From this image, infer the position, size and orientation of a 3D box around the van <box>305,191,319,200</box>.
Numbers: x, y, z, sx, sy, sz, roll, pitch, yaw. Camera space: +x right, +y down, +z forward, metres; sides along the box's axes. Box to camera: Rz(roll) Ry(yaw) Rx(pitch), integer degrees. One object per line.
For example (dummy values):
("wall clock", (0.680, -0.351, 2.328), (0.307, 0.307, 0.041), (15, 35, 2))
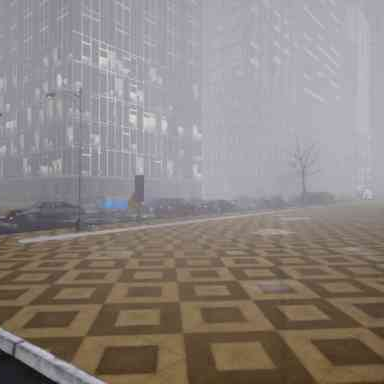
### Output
("van", (25.821, 0.695, 71.507), (1.690, 1.788, 3.998), (1, 1, 41))

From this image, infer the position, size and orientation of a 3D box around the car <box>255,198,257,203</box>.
("car", (10.922, 1.178, 45.332), (1.994, 1.385, 4.181), (0, 1, 41))

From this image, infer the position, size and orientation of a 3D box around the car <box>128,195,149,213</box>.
("car", (-3.556, 1.229, 33.289), (1.882, 1.535, 5.008), (0, 1, 41))

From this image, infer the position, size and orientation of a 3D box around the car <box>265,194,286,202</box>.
("car", (14.709, 1.056, 58.556), (1.947, 1.339, 4.313), (1, 1, 41))

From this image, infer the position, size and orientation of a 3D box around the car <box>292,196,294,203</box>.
("car", (17.160, 1.101, 52.683), (1.994, 1.385, 4.181), (0, 1, 41))

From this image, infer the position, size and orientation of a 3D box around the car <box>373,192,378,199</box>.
("car", (39.575, 0.848, 74.675), (2.008, 1.369, 4.403), (1, 1, 41))

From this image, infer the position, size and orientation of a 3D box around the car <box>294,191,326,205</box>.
("car", (17.355, 0.885, 48.764), (2.192, 1.841, 5.009), (1, 1, 41))

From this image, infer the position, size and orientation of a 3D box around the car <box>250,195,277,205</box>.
("car", (10.722, 1.177, 49.810), (1.895, 1.301, 4.718), (0, 1, 41))

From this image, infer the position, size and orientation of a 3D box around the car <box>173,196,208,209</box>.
("car", (-0.112, 1.218, 41.290), (1.887, 1.381, 4.507), (1, 1, 41))

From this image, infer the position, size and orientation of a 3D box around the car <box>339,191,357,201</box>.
("car", (28.575, 0.957, 61.849), (1.752, 1.417, 4.829), (1, 1, 41))

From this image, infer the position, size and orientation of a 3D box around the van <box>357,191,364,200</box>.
("van", (35.873, 0.683, 70.354), (1.690, 1.788, 3.998), (1, 1, 41))

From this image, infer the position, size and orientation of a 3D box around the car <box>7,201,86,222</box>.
("car", (-10.733, 1.388, 24.923), (2.033, 1.411, 5.357), (0, 1, 41))

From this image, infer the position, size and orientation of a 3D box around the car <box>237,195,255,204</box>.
("car", (7.301, 1.148, 49.919), (1.947, 1.339, 4.313), (1, 1, 41))

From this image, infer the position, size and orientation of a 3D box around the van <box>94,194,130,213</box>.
("van", (-7.603, 1.106, 32.725), (1.690, 1.788, 3.998), (1, 1, 41))

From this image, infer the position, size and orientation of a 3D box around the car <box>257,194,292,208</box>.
("car", (9.947, 1.244, 40.131), (1.802, 1.307, 4.206), (1, 1, 41))

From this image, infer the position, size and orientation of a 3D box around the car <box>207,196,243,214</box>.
("car", (2.590, 1.320, 31.453), (1.947, 1.339, 4.313), (1, 1, 41))

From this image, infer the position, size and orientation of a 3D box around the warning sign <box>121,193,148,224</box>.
("warning sign", (-3.582, 0.977, 20.725), (1.300, 1.860, 1.060), (0, 0, 41))

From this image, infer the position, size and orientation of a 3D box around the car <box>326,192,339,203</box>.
("car", (21.058, 0.840, 53.081), (2.192, 1.841, 5.009), (1, 1, 41))

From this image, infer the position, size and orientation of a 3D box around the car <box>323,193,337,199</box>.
("car", (33.227, 0.829, 80.147), (1.947, 1.339, 4.313), (1, 1, 41))

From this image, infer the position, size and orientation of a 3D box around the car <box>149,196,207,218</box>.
("car", (-1.070, 1.240, 27.097), (1.967, 1.590, 4.097), (1, 1, 41))
